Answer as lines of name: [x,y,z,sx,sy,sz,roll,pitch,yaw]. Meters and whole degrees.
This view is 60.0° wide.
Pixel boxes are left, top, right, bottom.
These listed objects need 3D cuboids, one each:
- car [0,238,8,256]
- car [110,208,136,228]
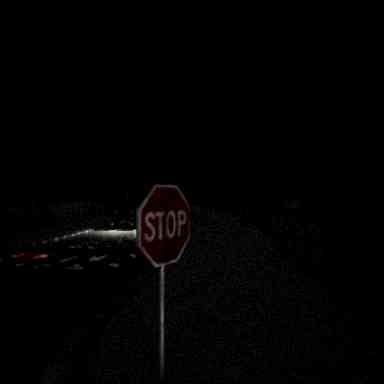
car: [-8.376,1.694,9.979,4.718,1.301,1.895,2,-2,-45]
car: [-4.648,1.912,24.761,1.994,1.385,4.181,0,-1,3]
